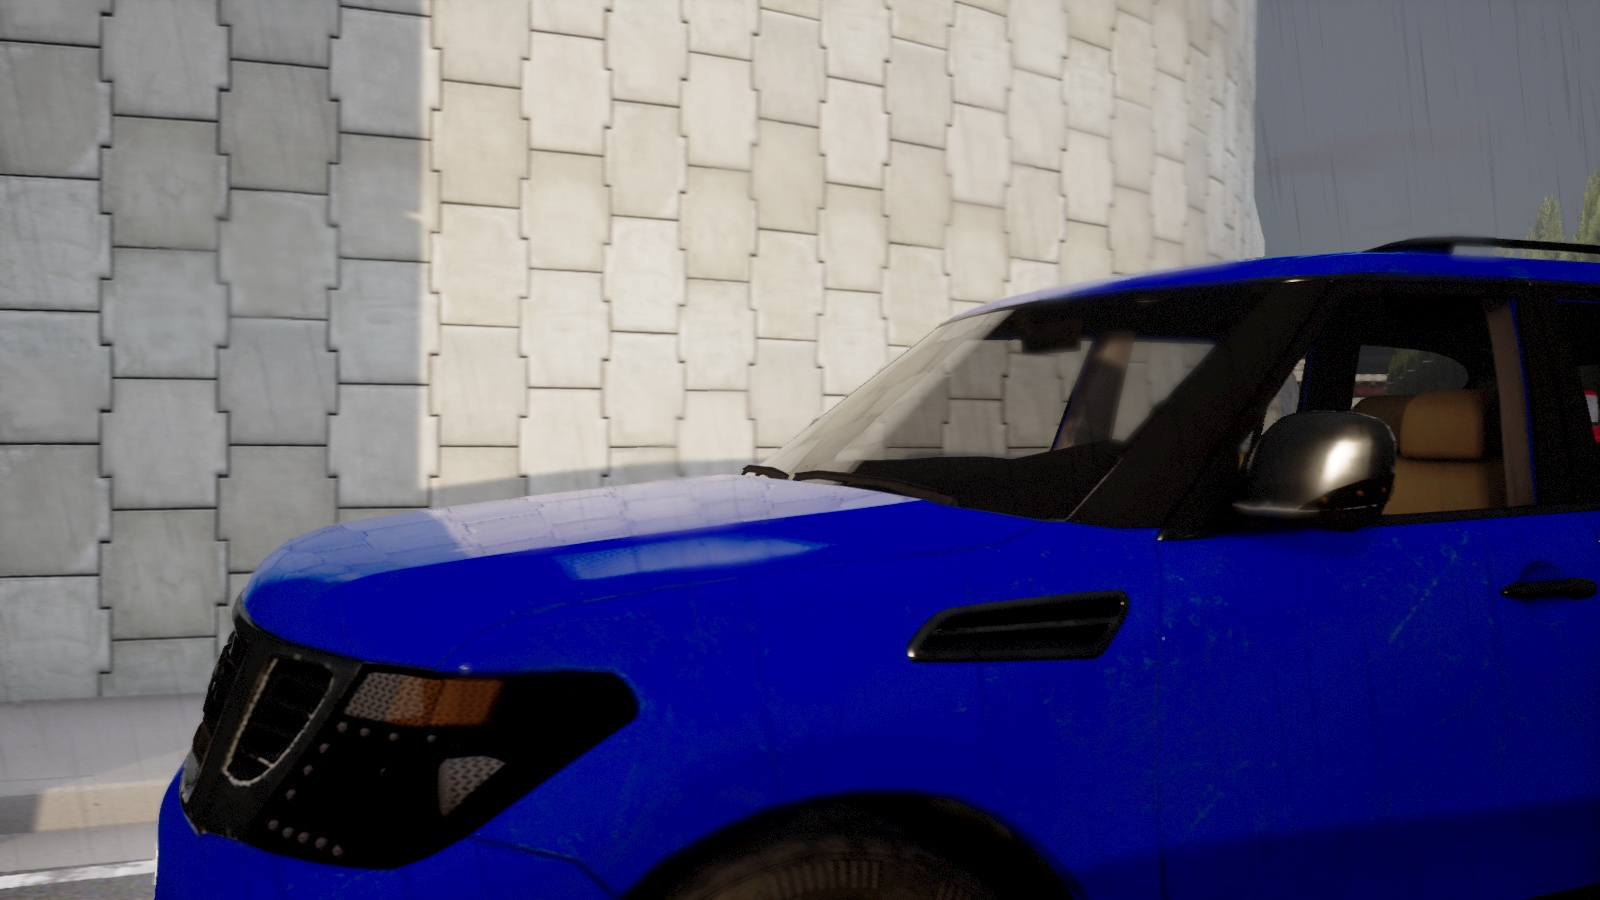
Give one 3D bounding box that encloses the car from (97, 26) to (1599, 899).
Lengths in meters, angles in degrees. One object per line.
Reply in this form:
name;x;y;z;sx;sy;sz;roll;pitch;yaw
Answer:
car;1.284;0.445;3.640;5.566;2.045;2.150;-1;1;-23
